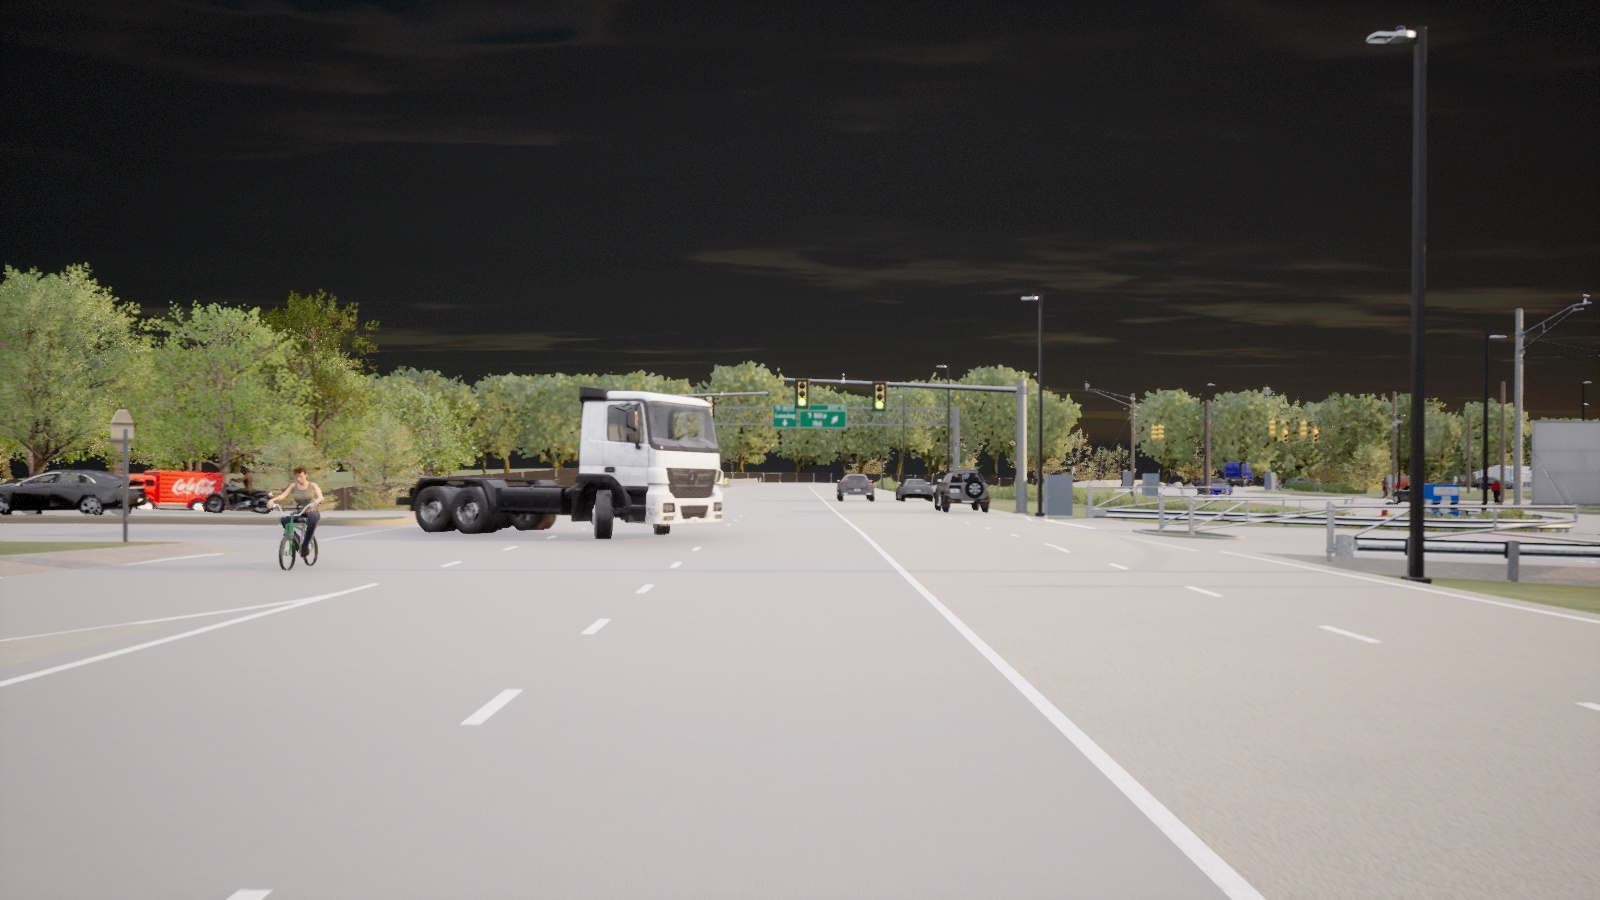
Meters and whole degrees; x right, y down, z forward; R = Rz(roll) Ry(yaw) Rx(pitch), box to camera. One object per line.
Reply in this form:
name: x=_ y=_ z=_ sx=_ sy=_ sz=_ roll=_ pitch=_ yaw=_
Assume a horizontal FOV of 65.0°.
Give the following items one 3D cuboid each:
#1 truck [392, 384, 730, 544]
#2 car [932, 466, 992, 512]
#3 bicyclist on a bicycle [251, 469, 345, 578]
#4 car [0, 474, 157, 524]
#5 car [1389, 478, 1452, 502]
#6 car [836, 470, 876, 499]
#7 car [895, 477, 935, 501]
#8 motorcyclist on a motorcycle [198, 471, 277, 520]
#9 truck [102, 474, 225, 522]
truck: x=-5.862 y=0.356 z=30.331 sx=7.936 sy=3.462 sz=2.891 roll=0 pitch=-2 yaw=28
car: x=6.873 y=1.653 z=53.732 sx=1.932 sy=1.855 sz=4.605 roll=0 pitch=-1 yaw=0
bicyclist on a bicycle: x=-7.808 y=1.112 z=19.600 sx=0.866 sy=1.612 sz=1.509 roll=-1 pitch=-1 yaw=-1
car: x=-23.283 y=1.524 z=39.641 sx=4.902 sy=1.511 sz=2.128 roll=0 pitch=0 yaw=1
car: x=41.522 y=2.635 z=84.144 sx=1.837 sy=1.490 sz=4.892 roll=0 pitch=-1 yaw=0
car: x=3.321 y=2.053 z=75.573 sx=2.152 sy=1.651 sz=5.027 roll=0 pitch=-1 yaw=0
car: x=6.824 y=2.310 z=74.812 sx=1.994 sy=1.385 sz=4.181 roll=0 pitch=-1 yaw=0
motorcyclist on a motorcycle: x=-19.296 y=1.562 z=43.100 sx=2.350 sy=1.649 sz=0.766 roll=0 pitch=-1 yaw=0
truck: x=-34.293 y=2.631 z=67.771 sx=2.627 sy=2.467 sz=5.204 roll=-3 pitch=-4 yaw=41
